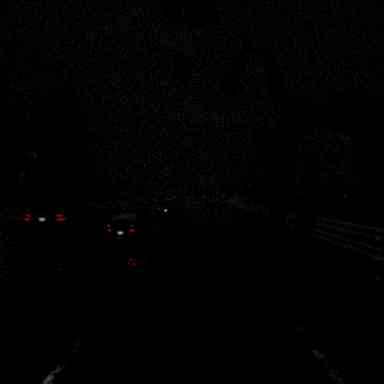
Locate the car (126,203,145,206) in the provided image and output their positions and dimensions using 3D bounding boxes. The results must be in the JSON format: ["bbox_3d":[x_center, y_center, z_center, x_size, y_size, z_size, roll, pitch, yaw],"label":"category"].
[{"bbox_3d":[-5.990,1.814,34.908,1.994,1.385,4.181,0,0,3],"label":"car"}]

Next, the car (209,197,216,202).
[{"bbox_3d":[5.749,2.078,92.271,1.812,1.442,4.674,0,-1,7],"label":"car"}]

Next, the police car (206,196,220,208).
[{"bbox_3d":[3.437,1.868,58.390,1.930,1.638,5.238,0,0,4],"label":"police car"}]

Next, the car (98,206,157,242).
[{"bbox_3d":[-3.138,1.644,17.150,1.812,1.442,4.674,0,0,1],"label":"car"}]

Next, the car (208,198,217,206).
[{"bbox_3d":[4.281,1.982,68.309,1.801,1.575,5.366,0,0,5],"label":"car"}]

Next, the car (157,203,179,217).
[{"bbox_3d":[-2.496,1.814,34.711,1.994,1.385,4.181,0,0,3],"label":"car"}]

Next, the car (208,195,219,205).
[{"bbox_3d":[4.828,1.802,74.049,2.150,2.045,5.566,0,-1,6],"label":"car"}]

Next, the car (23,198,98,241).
[{"bbox_3d":[-6.633,1.341,17.545,2.150,2.045,5.566,0,0,1],"label":"car"}]
